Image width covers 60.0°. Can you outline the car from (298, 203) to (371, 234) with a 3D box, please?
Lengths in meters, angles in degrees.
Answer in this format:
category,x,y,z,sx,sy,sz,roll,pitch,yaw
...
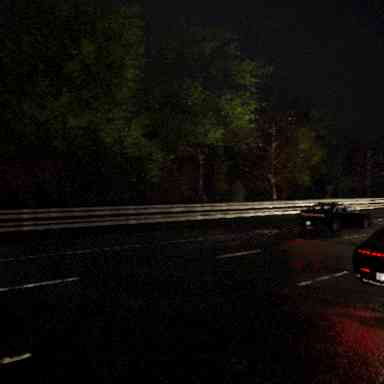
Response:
category,x,y,z,sx,sy,sz,roll,pitch,yaw
car,7.765,1.324,17.904,4.902,1.511,2.128,0,1,-35

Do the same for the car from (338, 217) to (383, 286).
category,x,y,z,sx,sy,sz,roll,pitch,yaw
car,5.792,1.435,7.966,4.892,1.490,1.837,0,1,-35
